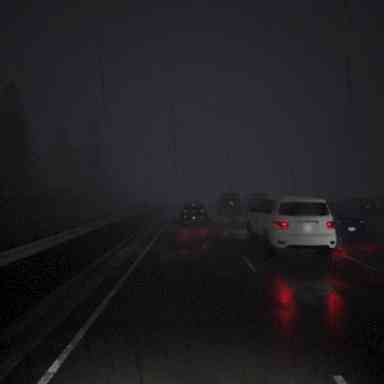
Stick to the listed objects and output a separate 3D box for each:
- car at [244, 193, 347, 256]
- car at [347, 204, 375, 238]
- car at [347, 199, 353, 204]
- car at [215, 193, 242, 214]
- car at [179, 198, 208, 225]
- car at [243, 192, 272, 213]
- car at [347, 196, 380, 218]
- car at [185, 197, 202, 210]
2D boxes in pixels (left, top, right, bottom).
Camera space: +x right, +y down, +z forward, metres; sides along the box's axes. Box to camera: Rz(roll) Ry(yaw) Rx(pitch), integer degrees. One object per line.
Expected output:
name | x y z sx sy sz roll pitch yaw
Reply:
car | 3.614 1.174 13.024 2.150 2.045 5.566 0 0 0
car | 7.119 1.464 17.112 1.812 1.442 4.674 0 0 0
car | 10.631 1.450 27.076 2.033 1.411 5.357 0 0 0
car | 3.626 1.101 33.570 2.150 2.045 5.566 0 0 0
car | 0.125 1.408 23.400 2.128 1.511 4.902 0 0 0
car | 7.144 1.089 36.936 2.150 2.045 5.566 0 0 0
car | 14.132 1.248 28.821 2.097 1.767 4.553 0 0 0
car | 0.147 1.416 41.161 1.994 1.385 4.181 0 0 0
